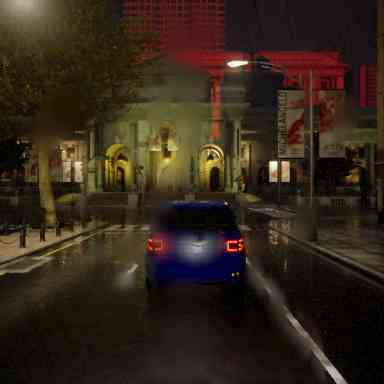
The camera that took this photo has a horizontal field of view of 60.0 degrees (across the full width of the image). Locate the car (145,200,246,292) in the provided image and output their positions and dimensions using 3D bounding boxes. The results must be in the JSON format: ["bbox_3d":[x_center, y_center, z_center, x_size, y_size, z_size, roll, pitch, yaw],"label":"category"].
[{"bbox_3d":[0.099,1.221,9.078,2.150,2.045,5.566,0,0,1],"label":"car"}]
